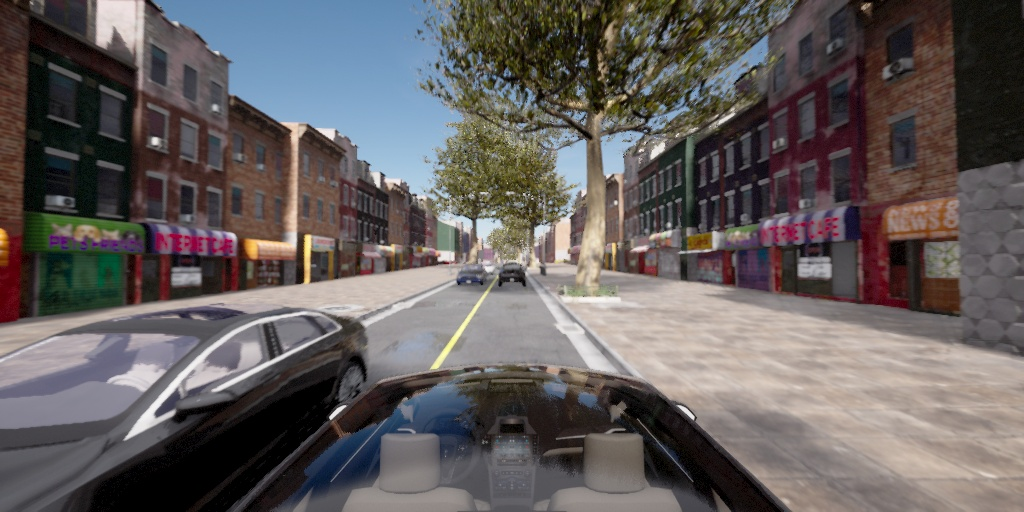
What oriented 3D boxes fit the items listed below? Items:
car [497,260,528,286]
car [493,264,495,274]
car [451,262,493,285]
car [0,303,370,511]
[{"bbox_3d":[0.024,1.232,24.896,1.837,1.490,4.892,0,0,1],"label":"car"},{"bbox_3d":[-2.768,1.327,37.475,1.895,1.301,4.718,0,0,1],"label":"car"},{"bbox_3d":[-2.763,1.273,25.723,2.033,1.411,5.357,0,0,0],"label":"car"},{"bbox_3d":[-2.847,1.240,2.970,2.128,1.511,4.902,0,0,0],"label":"car"}]
